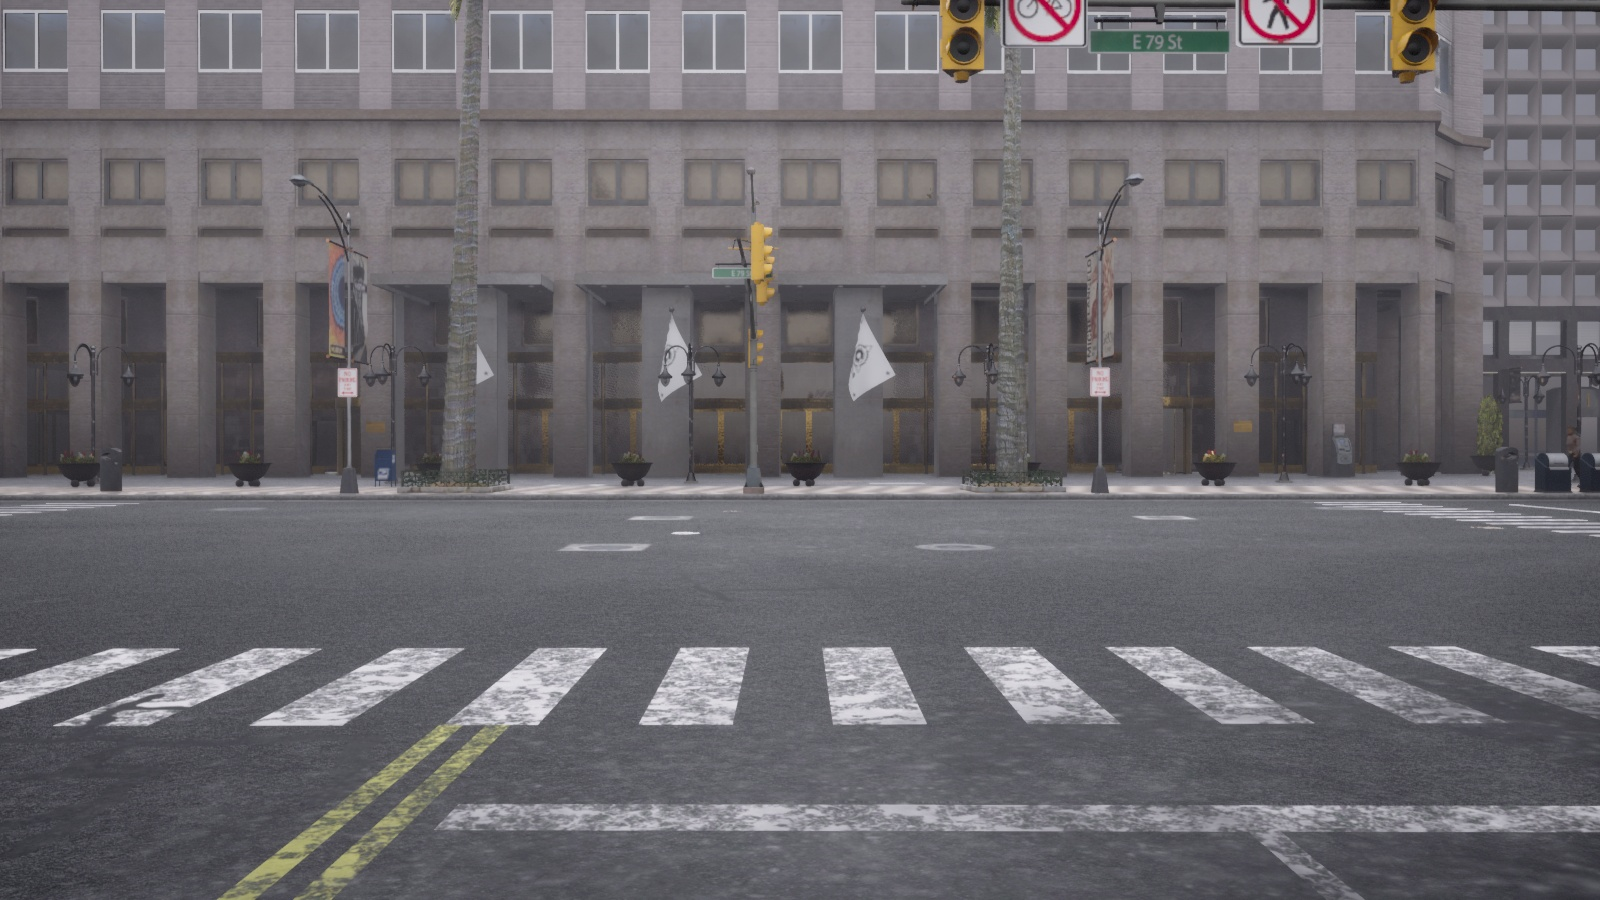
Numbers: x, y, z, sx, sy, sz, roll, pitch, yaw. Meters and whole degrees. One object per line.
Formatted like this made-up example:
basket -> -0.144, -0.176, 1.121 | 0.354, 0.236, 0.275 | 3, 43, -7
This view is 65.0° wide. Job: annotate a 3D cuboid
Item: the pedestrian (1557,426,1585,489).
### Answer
pedestrian -> 22.577, 0.214, 36.772 | 0.634, 1.846, 0.331 | 0, 0, -8
